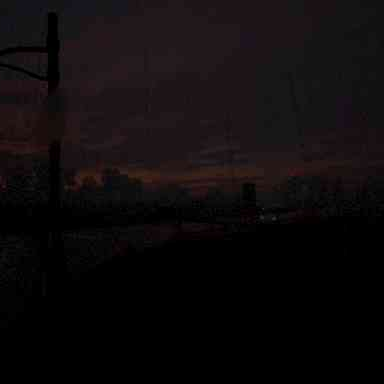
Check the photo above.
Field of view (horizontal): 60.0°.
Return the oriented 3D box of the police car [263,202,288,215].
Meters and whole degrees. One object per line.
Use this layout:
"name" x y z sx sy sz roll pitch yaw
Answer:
"police car" 10.909 2.079 43.391 1.930 1.638 5.238 -1 -2 36
